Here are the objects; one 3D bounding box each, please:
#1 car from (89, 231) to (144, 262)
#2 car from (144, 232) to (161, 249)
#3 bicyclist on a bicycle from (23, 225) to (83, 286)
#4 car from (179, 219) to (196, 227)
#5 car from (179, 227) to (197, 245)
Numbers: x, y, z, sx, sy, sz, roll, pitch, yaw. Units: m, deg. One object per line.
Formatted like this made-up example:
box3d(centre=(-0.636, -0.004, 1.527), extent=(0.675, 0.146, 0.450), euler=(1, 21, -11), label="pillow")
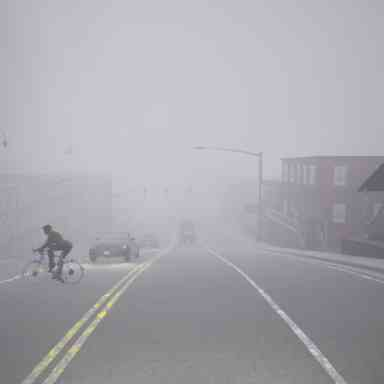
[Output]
box3d(centre=(-3.836, 2.763, 17.199), extent=(1.812, 1.442, 4.674), euler=(0, -8, -1), label="car")
box3d(centre=(-4.053, 4.668, 32.235), extent=(1.837, 1.490, 4.892), euler=(0, -6, -1), label="car")
box3d(centre=(-3.740, 1.711, 8.951), extent=(1.656, 1.620, 0.582), euler=(-1, -4, 1), label="bicyclist on a bicycle")
box3d(centre=(-0.657, 4.931, 47.581), extent=(2.150, 2.045, 5.566), euler=(0, 1, 0), label="car")
box3d(centre=(-0.467, 5.038, 37.254), extent=(1.837, 1.490, 4.892), euler=(0, -4, -1), label="car")
